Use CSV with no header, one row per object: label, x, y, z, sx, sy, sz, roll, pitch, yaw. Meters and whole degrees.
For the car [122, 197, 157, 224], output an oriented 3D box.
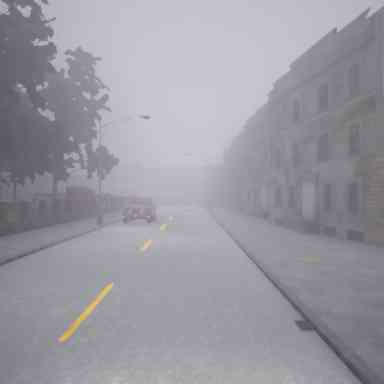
car,-4.131,1.419,27.101,2.150,2.045,5.566,0,-1,0
